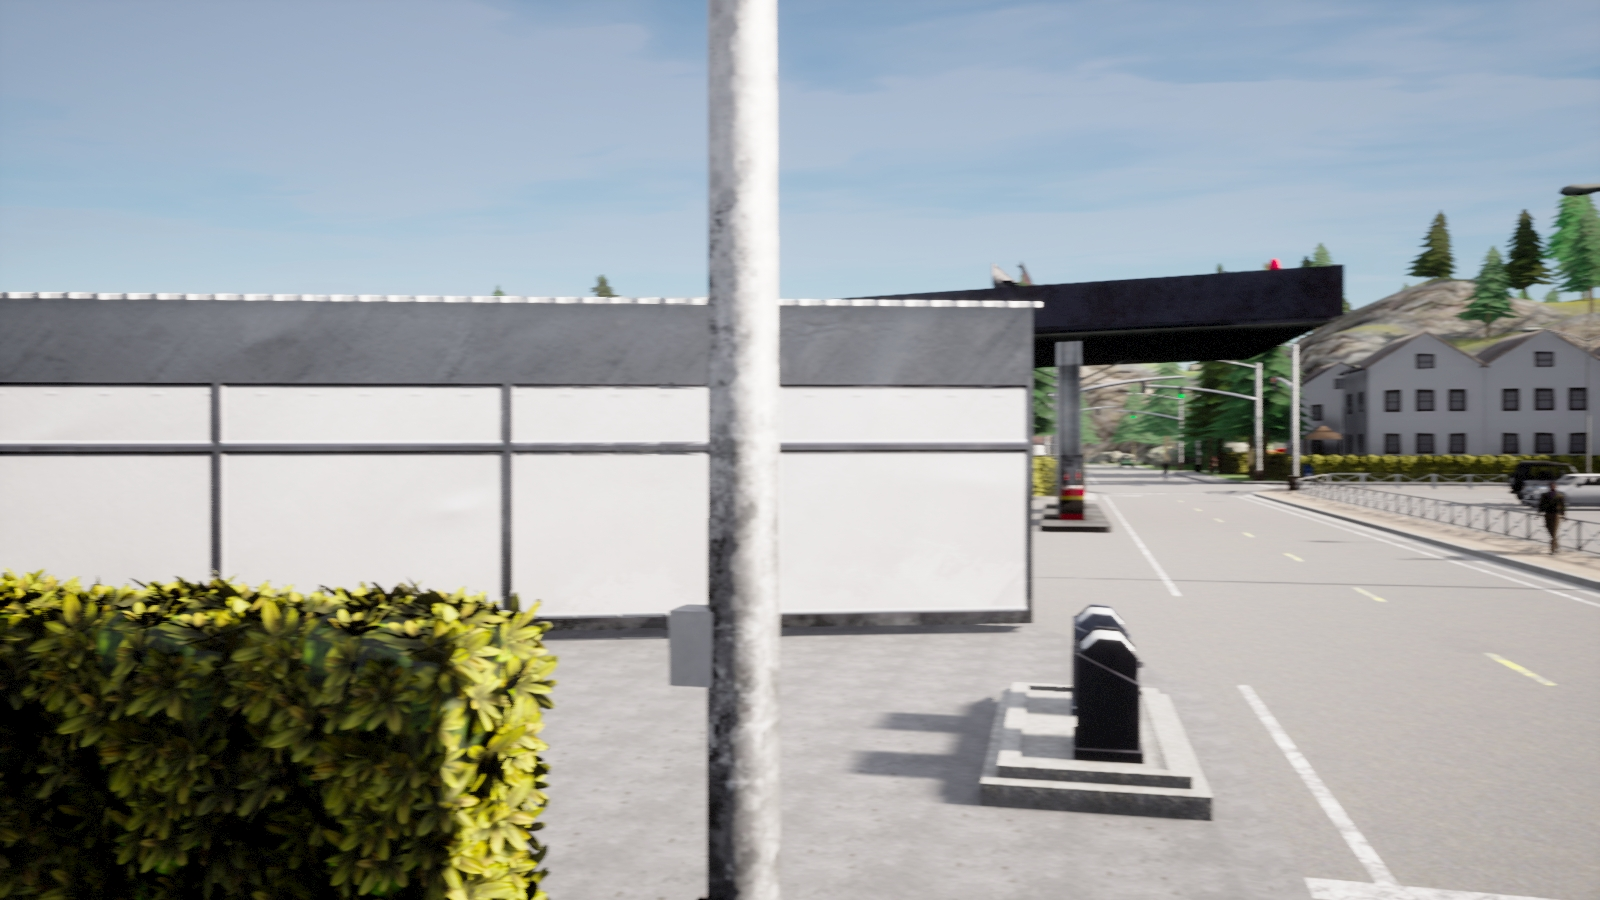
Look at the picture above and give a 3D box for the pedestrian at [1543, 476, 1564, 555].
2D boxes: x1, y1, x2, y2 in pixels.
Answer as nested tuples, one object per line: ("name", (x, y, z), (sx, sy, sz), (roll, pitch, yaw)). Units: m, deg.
("pedestrian", (17.993, 1.563, 27.285), (0.375, 1.860, 0.375), (0, 0, 42))
